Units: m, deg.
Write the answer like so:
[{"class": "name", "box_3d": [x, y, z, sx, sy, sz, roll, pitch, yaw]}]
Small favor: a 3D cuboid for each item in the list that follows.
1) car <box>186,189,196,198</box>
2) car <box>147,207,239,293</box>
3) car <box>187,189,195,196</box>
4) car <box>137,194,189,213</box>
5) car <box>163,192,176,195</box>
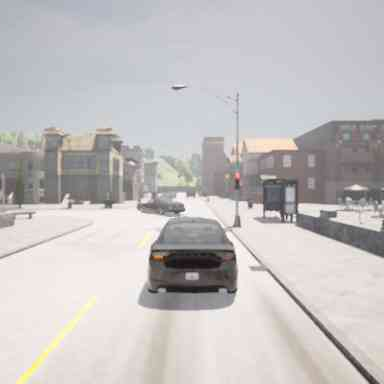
[{"class": "car", "box_3d": [-0.210, 0.331, 76.727, 2.150, 2.045, 5.566, 0, 1, 0]}, {"class": "car", "box_3d": [0.027, 1.377, 8.608, 1.882, 1.535, 5.008, 0, 1, 0]}, {"class": "car", "box_3d": [-0.239, 0.182, 87.086, 2.097, 1.767, 4.553, 0, 1, 0]}, {"class": "car", "box_3d": [-2.792, 1.211, 29.015, 2.033, 1.411, 5.357, 0, 1, -39]}, {"class": "car", "box_3d": [-4.221, 0.896, 56.233, 2.033, 1.411, 5.357, 0, 1, 0]}]
